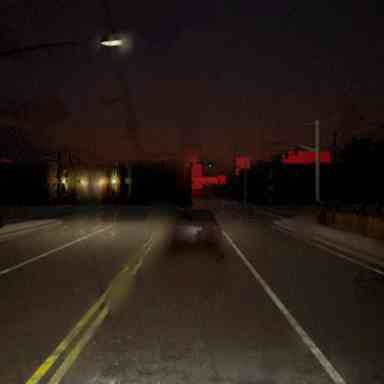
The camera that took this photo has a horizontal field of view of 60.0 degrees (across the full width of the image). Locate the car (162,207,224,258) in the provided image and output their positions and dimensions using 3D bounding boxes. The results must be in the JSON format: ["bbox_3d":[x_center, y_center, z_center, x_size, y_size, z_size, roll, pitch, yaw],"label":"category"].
[{"bbox_3d":[0.048,1.343,12.924,2.097,1.767,4.553,0,0,1],"label":"car"}]
